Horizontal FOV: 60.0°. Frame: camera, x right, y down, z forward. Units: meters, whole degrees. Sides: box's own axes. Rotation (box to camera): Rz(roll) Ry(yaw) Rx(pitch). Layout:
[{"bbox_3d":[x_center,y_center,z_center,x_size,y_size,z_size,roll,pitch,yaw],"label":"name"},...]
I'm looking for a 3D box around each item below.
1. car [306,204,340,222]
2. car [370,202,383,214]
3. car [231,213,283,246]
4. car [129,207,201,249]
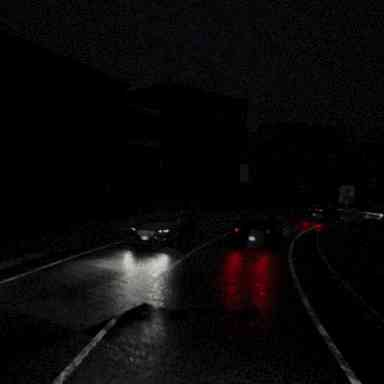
[{"bbox_3d":[12.288,1.847,30.997,2.128,1.511,4.902,4,1,40],"label":"car"},{"bbox_3d":[27.162,2.182,46.631,5.008,1.535,1.882,3,3,-26],"label":"car"},{"bbox_3d":[3.278,1.676,16.013,1.895,1.301,4.718,2,0,20],"label":"car"},{"bbox_3d":[-0.994,1.445,14.676,2.128,1.511,4.902,2,0,18],"label":"car"}]
